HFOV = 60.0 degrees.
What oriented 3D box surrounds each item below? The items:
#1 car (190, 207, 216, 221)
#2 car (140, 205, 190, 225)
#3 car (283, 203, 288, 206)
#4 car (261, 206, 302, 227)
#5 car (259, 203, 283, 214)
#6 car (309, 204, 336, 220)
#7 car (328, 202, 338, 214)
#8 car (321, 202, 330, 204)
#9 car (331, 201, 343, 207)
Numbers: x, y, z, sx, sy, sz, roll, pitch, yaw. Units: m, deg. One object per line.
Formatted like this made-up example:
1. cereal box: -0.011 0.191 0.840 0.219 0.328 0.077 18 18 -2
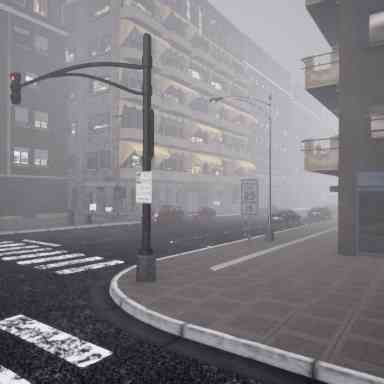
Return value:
1. car: 0.844 2.063 32.207 1.802 1.307 4.206 -1 -1 35
2. car: -2.393 1.820 27.551 1.967 1.590 4.097 -1 -1 35
3. car: 13.697 2.403 50.709 1.752 1.417 4.829 -1 -1 35
4. car: 7.671 2.095 27.463 1.947 1.339 4.313 -1 -2 35
5. car: 10.556 2.326 46.188 1.887 1.381 4.507 -1 -1 35
6. car: 14.147 2.295 36.784 1.947 1.339 4.313 -1 -2 35
7. car: 20.719 2.458 46.245 1.752 1.417 4.829 -1 -2 35
8. car: 19.209 2.536 48.528 1.895 1.301 4.718 0 -1 35
9. car: 36.430 3.021 83.491 1.967 1.590 4.097 -1 -1 35
